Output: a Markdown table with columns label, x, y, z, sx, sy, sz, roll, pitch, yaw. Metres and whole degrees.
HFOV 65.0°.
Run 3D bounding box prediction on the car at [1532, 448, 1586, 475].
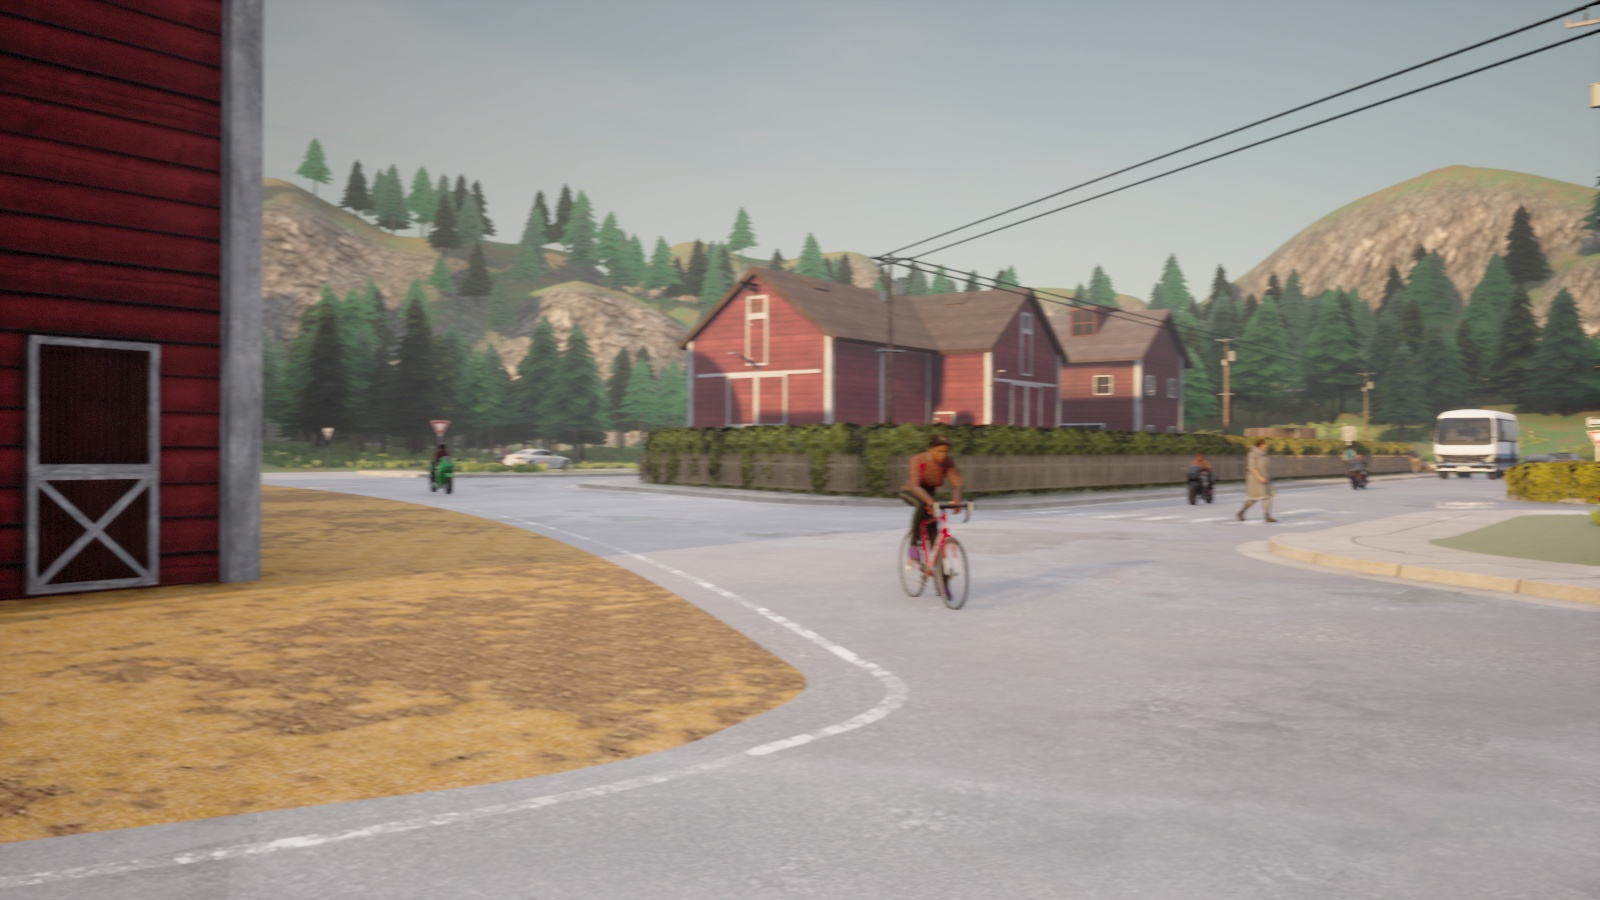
| label | x | y | z | sx | sy | sz | roll | pitch | yaw |
| --- | --- | --- | --- | --- | --- | --- | --- | --- | --- |
| car | 50.087 | 0.727 | 82.818 | 2.097 | 1.767 | 4.553 | 0 | 0 | 44 |

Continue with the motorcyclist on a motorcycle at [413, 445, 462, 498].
| label | x | y | z | sx | sy | sz | roll | pitch | yaw |
| --- | --- | --- | --- | --- | --- | --- | --- | --- | --- |
| motorcyclist on a motorcycle | -10.874 | 0.617 | 37.635 | 0.797 | 1.523 | 2.044 | 0 | 1 | -34 |

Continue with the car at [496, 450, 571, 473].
| label | x | y | z | sx | sy | sz | roll | pitch | yaw |
| --- | --- | --- | --- | --- | --- | --- | --- | --- | --- |
| car | -17.014 | 0.716 | 80.441 | 1.812 | 1.442 | 4.674 | 0 | 0 | 36 |

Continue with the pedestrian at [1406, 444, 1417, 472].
| label | x | y | z | sx | sy | sz | roll | pitch | yaw |
| --- | --- | --- | --- | --- | --- | --- | --- | --- | --- |
| pedestrian | 40.466 | 0.519 | 83.117 | 0.540 | 1.848 | 0.694 | 0 | 0 | 35 |

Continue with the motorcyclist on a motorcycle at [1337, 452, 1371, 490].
| label | x | y | z | sx | sy | sz | roll | pitch | yaw |
| --- | --- | --- | --- | --- | --- | --- | --- | --- | --- |
| motorcyclist on a motorcycle | 22.919 | 0.852 | 51.906 | 0.866 | 1.530 | 2.191 | 0 | 0 | 36 |

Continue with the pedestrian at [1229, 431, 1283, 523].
| label | x | y | z | sx | sy | sz | roll | pitch | yaw |
| --- | --- | --- | --- | --- | --- | --- | --- | --- | --- |
| pedestrian | 9.798 | 0.568 | 26.999 | 0.659 | 1.952 | 0.873 | 0 | 0 | -33 |

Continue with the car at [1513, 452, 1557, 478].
| label | x | y | z | sx | sy | sz | roll | pitch | yaw |
| --- | --- | --- | --- | --- | --- | --- | --- | --- | --- |
| car | 43.936 | 0.860 | 75.033 | 1.837 | 1.490 | 4.892 | 0 | 0 | 36 |

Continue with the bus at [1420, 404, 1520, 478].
| label | x | y | z | sx | sy | sz | roll | pitch | yaw |
| --- | --- | --- | --- | --- | --- | --- | --- | --- | --- |
| bus | 41.760 | -0.518 | 78.077 | 3.944 | 4.253 | 10.273 | 0 | 0 | 37 |

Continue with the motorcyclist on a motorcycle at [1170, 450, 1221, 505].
| label | x | y | z | sx | sy | sz | roll | pitch | yaw |
| --- | --- | --- | --- | --- | --- | --- | --- | --- | --- |
| motorcyclist on a motorcycle | 11.292 | 0.774 | 35.804 | 0.797 | 1.523 | 2.044 | 0 | 0 | 36 |

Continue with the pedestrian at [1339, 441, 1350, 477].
| label | x | y | z | sx | sy | sz | roll | pitch | yaw |
| --- | --- | --- | --- | --- | --- | --- | --- | --- | --- |
| pedestrian | 29.175 | 0.494 | 67.286 | 0.396 | 1.930 | 0.692 | 0 | 0 | 38 |

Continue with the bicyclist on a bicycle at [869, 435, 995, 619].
| label | x | y | z | sx | sy | sz | roll | pitch | yaw |
| --- | --- | --- | --- | --- | --- | --- | --- | --- | --- |
| bicyclist on a bicycle | 1.217 | 0.668 | 11.926 | 0.582 | 1.620 | 1.656 | 0 | 0 | -17 |
